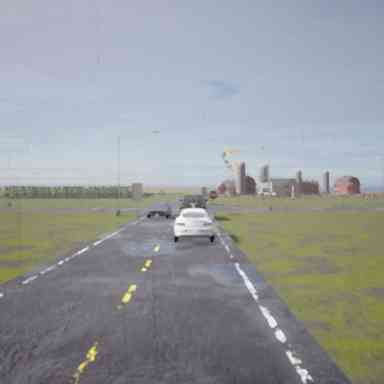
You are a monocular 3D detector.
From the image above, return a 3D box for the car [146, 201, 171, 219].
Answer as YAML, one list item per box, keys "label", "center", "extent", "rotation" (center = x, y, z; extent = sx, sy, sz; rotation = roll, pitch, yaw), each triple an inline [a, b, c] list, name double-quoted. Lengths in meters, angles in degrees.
- label: "car"
  center: [-2.768, 1.489, 29.061]
  extent: [2.033, 1.411, 5.357]
  rotation: [0, 0, 0]

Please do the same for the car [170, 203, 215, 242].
- label: "car"
  center: [0.094, 1.493, 16.175]
  extent: [1.812, 1.442, 4.674]
  rotation: [0, 0, 0]

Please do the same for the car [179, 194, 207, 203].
- label: "car"
  center: [0.094, 1.166, 27.789]
  extent: [2.150, 2.045, 5.566]
  rotation: [0, 0, 0]
